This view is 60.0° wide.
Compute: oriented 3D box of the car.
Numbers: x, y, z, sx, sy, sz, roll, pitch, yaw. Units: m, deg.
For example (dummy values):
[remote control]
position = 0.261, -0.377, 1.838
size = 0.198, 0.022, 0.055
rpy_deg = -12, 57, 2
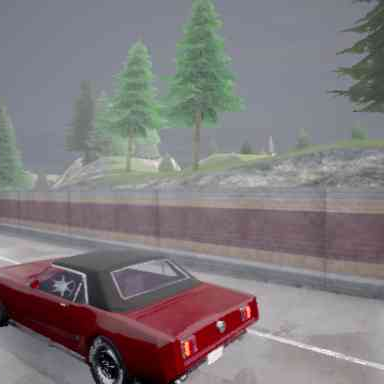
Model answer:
[car]
position = -1.484, 1.598, 5.211
size = 4.718, 1.301, 1.895
rpy_deg = 0, 0, 37
